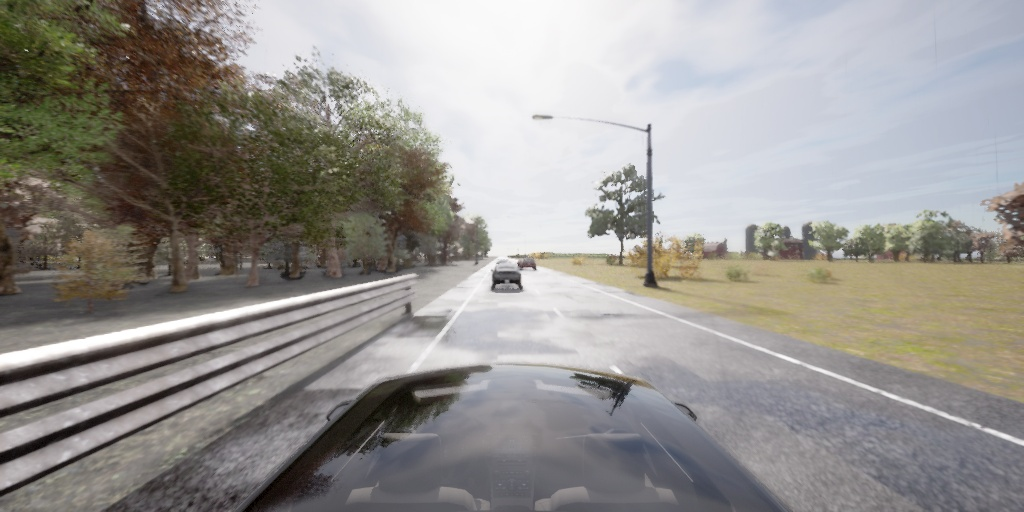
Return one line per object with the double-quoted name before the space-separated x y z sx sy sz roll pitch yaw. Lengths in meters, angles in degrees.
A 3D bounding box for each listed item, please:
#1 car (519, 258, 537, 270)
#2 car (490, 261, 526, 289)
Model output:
"car" 2.257 1.045 50.443 2.097 1.767 4.553 0 0 -2
"car" -0.349 1.240 23.194 1.837 1.490 4.892 0 0 -2
